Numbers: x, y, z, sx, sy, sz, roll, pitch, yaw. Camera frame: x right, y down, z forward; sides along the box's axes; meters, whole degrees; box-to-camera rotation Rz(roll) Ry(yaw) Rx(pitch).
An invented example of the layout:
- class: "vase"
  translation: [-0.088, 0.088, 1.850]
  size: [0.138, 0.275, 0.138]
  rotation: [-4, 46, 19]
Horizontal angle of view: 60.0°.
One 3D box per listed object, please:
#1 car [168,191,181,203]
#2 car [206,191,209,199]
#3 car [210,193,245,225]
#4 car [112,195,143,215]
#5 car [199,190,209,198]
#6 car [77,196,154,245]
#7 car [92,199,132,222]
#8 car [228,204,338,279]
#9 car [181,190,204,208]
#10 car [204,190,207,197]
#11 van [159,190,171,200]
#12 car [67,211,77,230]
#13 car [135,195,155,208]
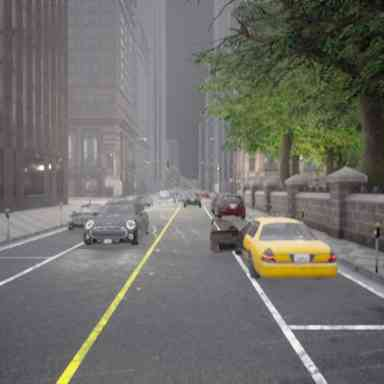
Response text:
- class: "car"
  translation: [-1.117, 0.959, 50.893]
  size: [2.128, 1.511, 4.902]
  rotation: [1, 1, 26]
- class: "car"
  translation: [2.751, 1.004, 30.299]
  size: [2.192, 1.841, 5.009]
  rotation: [0, 1, 0]
- class: "car"
  translation: [2.753, 1.065, 24.774]
  size: [2.192, 1.841, 5.009]
  rotation: [0, 1, 0]
- class: "car"
  translation: [-5.775, 1.130, 30.285]
  size: [1.967, 1.590, 4.097]
  rotation: [0, 1, 0]
- class: "car"
  translation: [2.726, 0.483, 78.881]
  size: [2.192, 1.841, 5.009]
  rotation: [0, 1, 0]
- class: "car"
  translation: [-3.108, 1.208, 14.531]
  size: [2.097, 1.767, 4.553]
  rotation: [0, 1, 0]
- class: "car"
  translation: [-5.773, 1.277, 24.592]
  size: [1.752, 1.417, 4.829]
  rotation: [0, 1, 0]
- class: "car"
  translation: [2.345, 1.360, 9.666]
  size: [1.801, 1.575, 5.366]
  rotation: [0, 1, 0]
- class: "car"
  translation: [0.061, 0.926, 40.564]
  size: [2.097, 1.767, 4.553]
  rotation: [0, 1, 0]
- class: "car"
  translation: [2.729, 0.538, 73.440]
  size: [2.192, 1.841, 5.009]
  rotation: [0, 1, 0]
- class: "van"
  translation: [-5.794, 0.619, 67.987]
  size: [1.690, 1.788, 3.998]
  rotation: [0, 1, 0]
- class: "car"
  translation: [-5.771, 1.359, 19.238]
  size: [2.008, 1.369, 4.403]
  rotation: [0, 1, 0]
- class: "car"
  translation: [-5.780, 1.131, 41.333]
  size: [1.947, 1.339, 4.313]
  rotation: [0, 1, 0]
